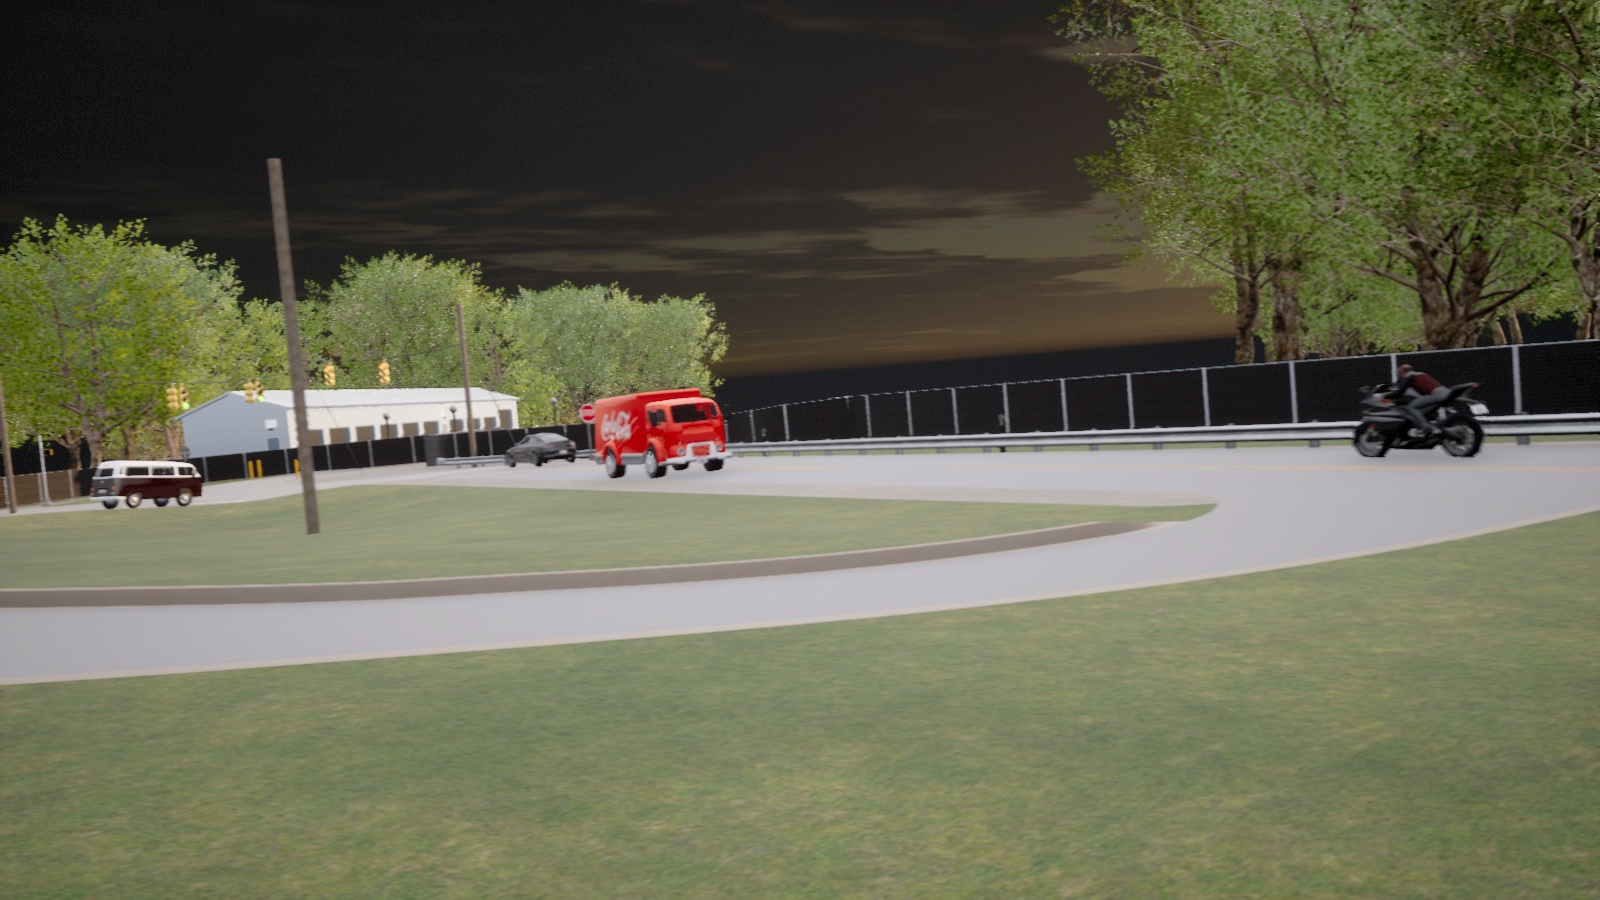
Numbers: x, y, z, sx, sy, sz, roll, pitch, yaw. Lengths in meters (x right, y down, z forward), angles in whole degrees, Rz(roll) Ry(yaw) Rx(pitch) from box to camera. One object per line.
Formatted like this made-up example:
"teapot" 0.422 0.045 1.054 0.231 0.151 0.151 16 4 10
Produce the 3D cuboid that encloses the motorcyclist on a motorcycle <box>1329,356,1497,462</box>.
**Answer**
"motorcyclist on a motorcycle" 9.699 -0.622 19.965 0.866 1.530 2.191 -7 3 -29

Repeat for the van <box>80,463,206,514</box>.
"van" -28.491 1.637 54.606 2.069 2.038 4.480 -3 -2 26

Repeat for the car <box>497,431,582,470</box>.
"car" -11.711 0.041 56.297 1.812 1.442 4.674 -7 3 -36

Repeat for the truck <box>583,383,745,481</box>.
"truck" -4.118 -0.473 37.100 2.627 2.467 5.204 -7 3 -30
